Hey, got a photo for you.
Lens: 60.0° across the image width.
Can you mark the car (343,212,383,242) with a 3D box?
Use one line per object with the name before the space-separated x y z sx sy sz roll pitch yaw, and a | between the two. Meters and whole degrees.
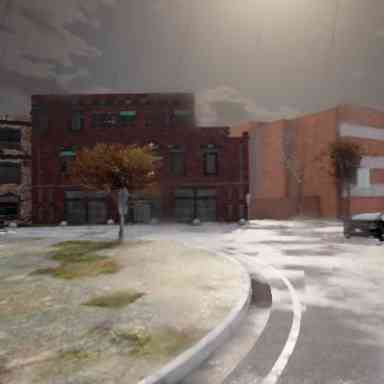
car | 10.340 1.845 18.807 5.008 1.535 1.882 1 -2 -43
